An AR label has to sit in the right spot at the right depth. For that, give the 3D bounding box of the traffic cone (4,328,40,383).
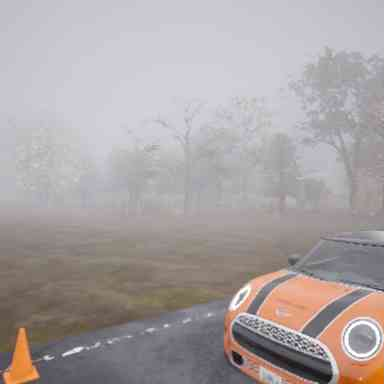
[{"bbox_3d":[-2.087,1.971,4.088,0.340,0.580,0.340,1,-1,-36],"label":"traffic cone"}]

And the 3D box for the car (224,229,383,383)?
[{"bbox_3d":[2.619,1.418,4.935,4.553,1.767,2.097,1,-1,-38],"label":"car"}]
